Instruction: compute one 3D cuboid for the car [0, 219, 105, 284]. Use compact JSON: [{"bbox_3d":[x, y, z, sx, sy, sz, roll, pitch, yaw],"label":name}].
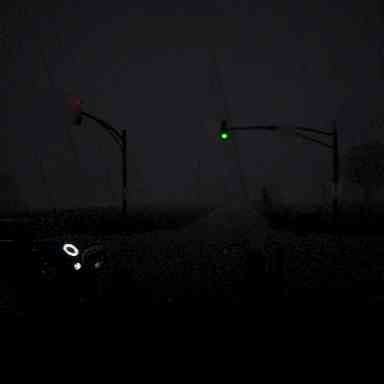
[{"bbox_3d":[-5.020,1.604,10.083,4.553,1.767,2.097,-1,0,8],"label":"car"}]
